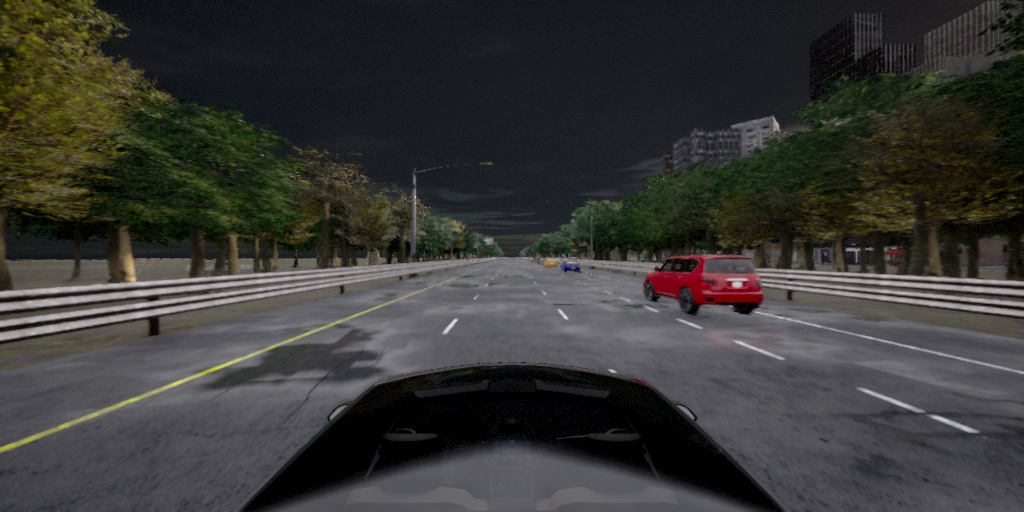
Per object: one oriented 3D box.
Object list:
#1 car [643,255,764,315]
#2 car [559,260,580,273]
[{"bbox_3d":[6.995,0.983,13.818,2.150,2.045,5.566,0,0,0],"label":"car"},{"bbox_3d":[7.047,1.271,43.748,1.882,1.535,5.008,0,0,0],"label":"car"}]
